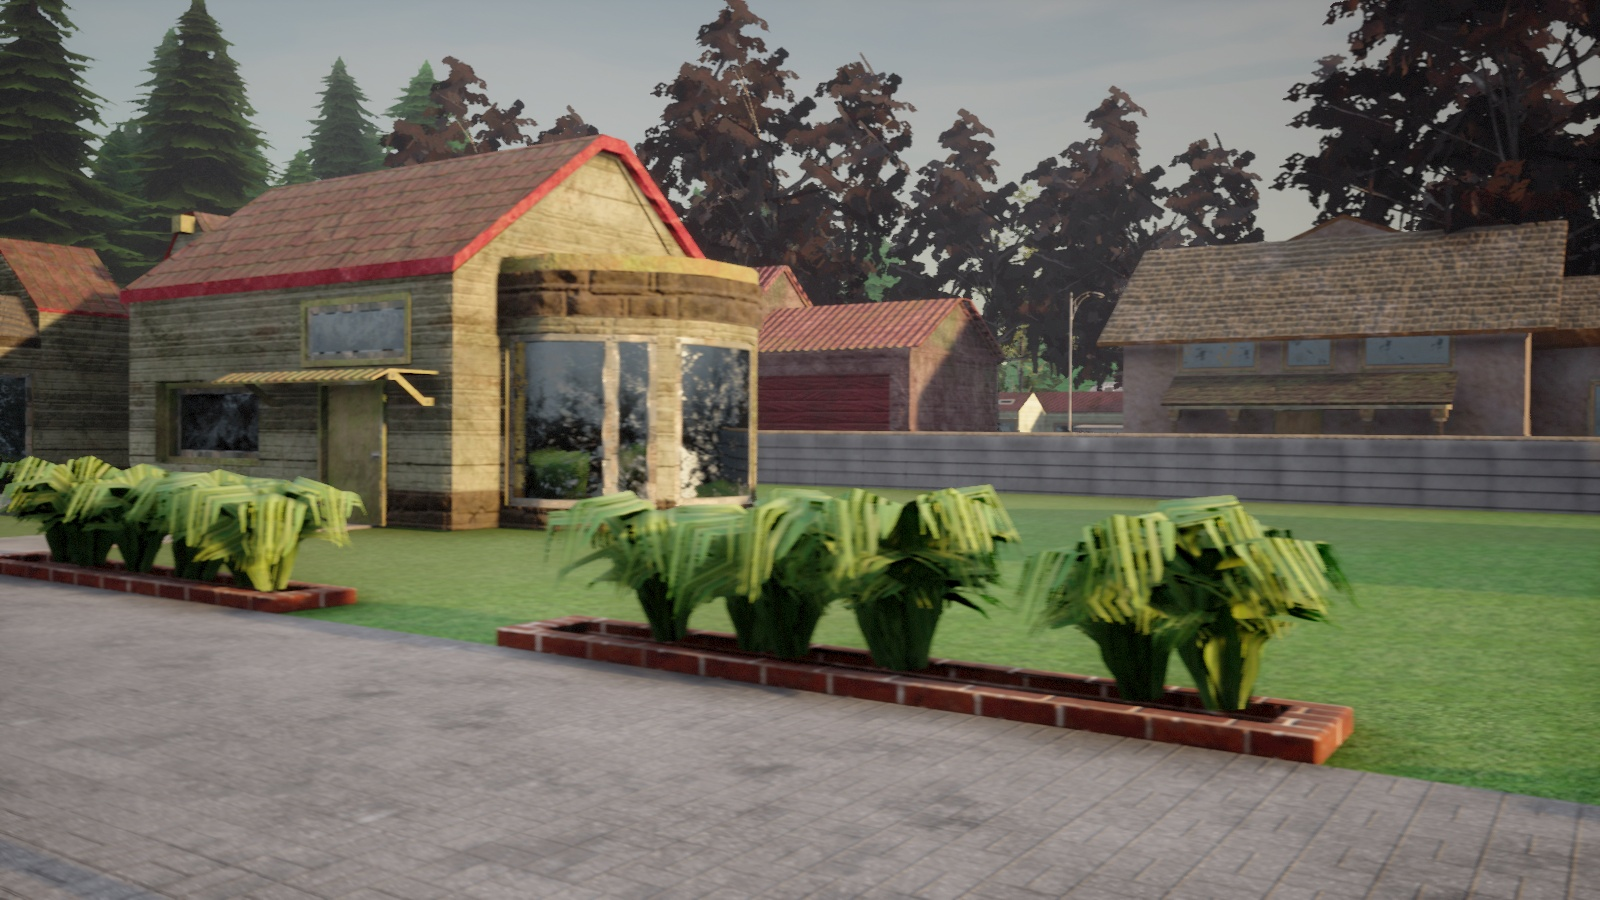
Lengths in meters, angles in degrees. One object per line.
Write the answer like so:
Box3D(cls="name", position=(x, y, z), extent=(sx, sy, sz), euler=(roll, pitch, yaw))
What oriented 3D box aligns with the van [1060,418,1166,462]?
Box3D(cls="van", position=(14.609, -0.450, 58.740), extent=(4.442, 1.987, 1.775), euler=(0, 1, 34))
